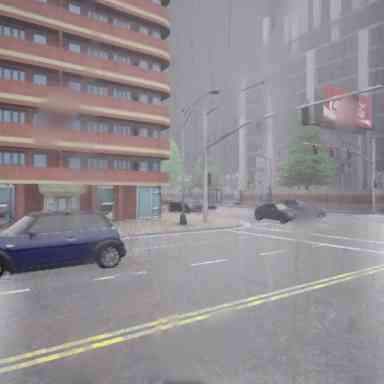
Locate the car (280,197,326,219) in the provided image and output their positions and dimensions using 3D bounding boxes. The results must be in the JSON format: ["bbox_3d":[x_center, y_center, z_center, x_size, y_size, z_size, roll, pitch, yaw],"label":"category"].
[{"bbox_3d":[8.990,1.351,28.239,2.097,1.767,4.553,0,0,-35],"label":"car"}]

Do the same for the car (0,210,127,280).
[{"bbox_3d":[-4.282,1.353,9.545,4.553,1.767,2.097,0,0,-35],"label":"car"}]

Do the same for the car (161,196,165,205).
[{"bbox_3d":[-4.919,1.526,60.662,1.812,1.442,4.674,0,0,-35],"label":"car"}]

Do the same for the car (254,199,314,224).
[{"bbox_3d":[6.461,1.525,24.711,1.812,1.442,4.674,0,0,-25],"label":"car"}]

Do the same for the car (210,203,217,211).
[{"bbox_3d":[0.774,1.547,39.972,2.033,1.411,5.357,0,0,-35],"label":"car"}]

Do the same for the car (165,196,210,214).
[{"bbox_3d":[-0.526,1.354,35.728,2.097,1.767,4.553,0,0,-35],"label":"car"}]
